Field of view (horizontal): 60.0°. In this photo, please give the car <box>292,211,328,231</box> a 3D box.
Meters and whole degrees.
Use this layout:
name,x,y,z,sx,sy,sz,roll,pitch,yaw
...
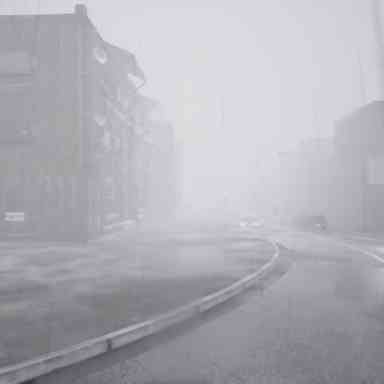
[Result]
name,x,y,z,sx,sy,sz,roll,pitch,yaw
car,9.617,2.366,27.488,1.837,1.490,4.892,-1,-3,3

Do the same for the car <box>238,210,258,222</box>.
name,x,y,z,sx,sy,sz,roll,pitch,yaw
car,7.077,3.029,42.167,1.812,1.442,4.674,-1,-2,3
